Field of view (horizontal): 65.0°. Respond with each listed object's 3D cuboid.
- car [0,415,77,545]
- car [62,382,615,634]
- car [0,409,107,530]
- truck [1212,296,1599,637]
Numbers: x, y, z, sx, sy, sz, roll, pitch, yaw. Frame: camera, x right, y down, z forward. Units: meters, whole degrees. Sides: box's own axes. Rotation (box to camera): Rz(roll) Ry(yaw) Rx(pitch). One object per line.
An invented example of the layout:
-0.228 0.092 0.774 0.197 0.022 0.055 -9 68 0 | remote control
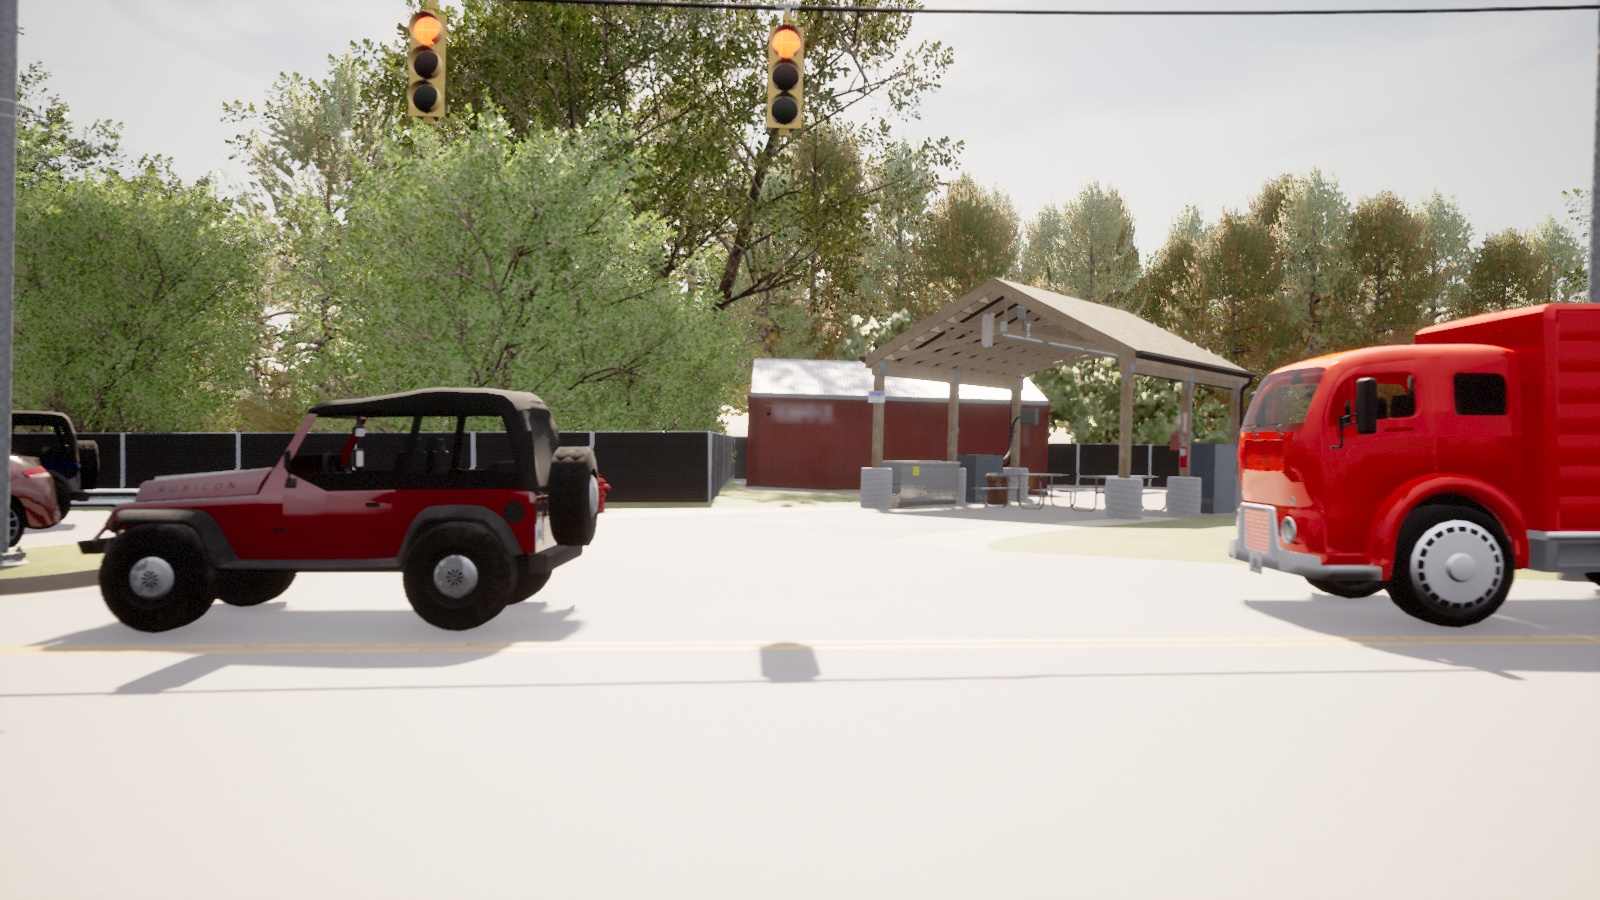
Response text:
-12.065 0.349 15.464 2.152 1.651 5.027 2 1 41 | car
-3.610 0.435 10.395 3.866 1.878 1.905 0 0 0 | car
-13.335 0.273 19.922 3.866 1.878 1.905 0 1 -36 | car
6.452 0.109 10.419 5.204 2.467 2.627 0 0 1 | truck
